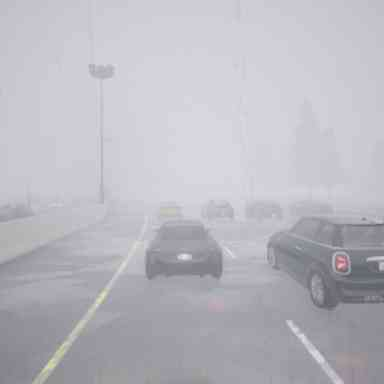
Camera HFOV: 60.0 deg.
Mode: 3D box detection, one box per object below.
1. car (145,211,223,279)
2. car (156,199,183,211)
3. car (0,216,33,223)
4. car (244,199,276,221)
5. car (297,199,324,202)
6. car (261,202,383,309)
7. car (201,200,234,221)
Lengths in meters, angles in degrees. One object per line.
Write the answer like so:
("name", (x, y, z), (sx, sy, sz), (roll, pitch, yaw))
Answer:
("car", (-0.277, 1.500, 9.898), (1.994, 1.385, 4.181), (0, 0, -3))
("car", (-1.848, 1.311, 26.541), (1.882, 1.535, 5.008), (0, 0, -7))
("car", (-12.013, 1.448, 21.924), (1.994, 1.385, 4.181), (0, 0, -7))
("car", (5.364, 1.331, 25.280), (1.837, 1.490, 4.892), (0, 0, -7))
("car", (8.882, 1.323, 25.383), (1.837, 1.490, 4.892), (0, 0, -7))
("car", (3.314, 1.294, 7.908), (2.097, 1.767, 4.553), (0, 0, -2))
("car", (1.854, 1.326, 25.113), (2.128, 1.511, 4.902), (0, 0, -7))
